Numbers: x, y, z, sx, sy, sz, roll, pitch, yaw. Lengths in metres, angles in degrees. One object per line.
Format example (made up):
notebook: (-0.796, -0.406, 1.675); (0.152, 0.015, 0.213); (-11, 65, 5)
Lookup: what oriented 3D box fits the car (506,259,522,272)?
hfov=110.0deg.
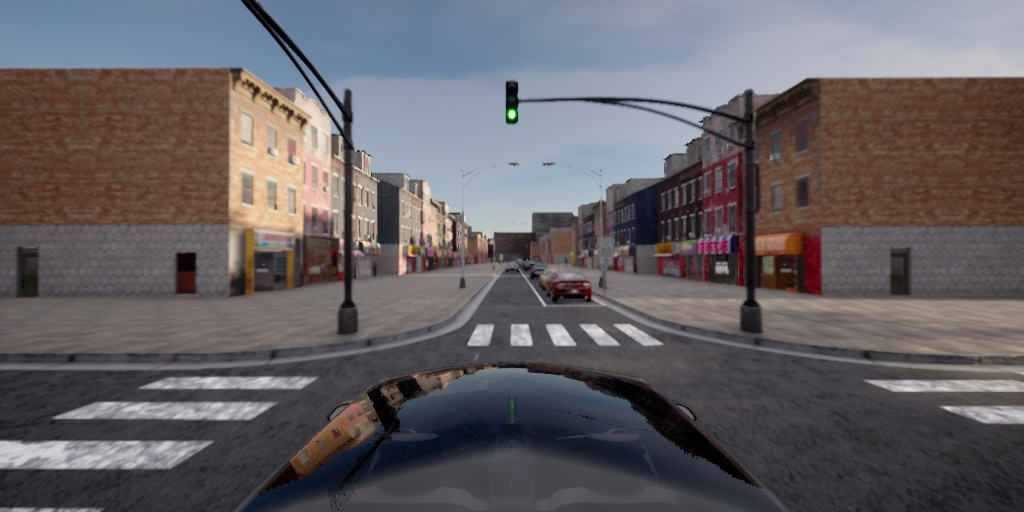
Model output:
car: (0.070, 1.574, 50.687); (2.033, 1.411, 5.357); (0, 0, 1)

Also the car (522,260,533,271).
car: (2.985, 1.557, 55.461); (1.837, 1.490, 4.892); (0, 0, 0)

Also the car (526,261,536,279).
car: (2.618, 1.472, 34.325); (1.948, 1.339, 4.313); (0, 0, 0)

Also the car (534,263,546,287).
car: (2.625, 1.367, 23.136); (1.751, 1.417, 4.829); (0, 0, 0)

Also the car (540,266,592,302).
car: (2.629, 1.358, 17.287); (1.888, 1.381, 4.507); (0, 0, 0)
